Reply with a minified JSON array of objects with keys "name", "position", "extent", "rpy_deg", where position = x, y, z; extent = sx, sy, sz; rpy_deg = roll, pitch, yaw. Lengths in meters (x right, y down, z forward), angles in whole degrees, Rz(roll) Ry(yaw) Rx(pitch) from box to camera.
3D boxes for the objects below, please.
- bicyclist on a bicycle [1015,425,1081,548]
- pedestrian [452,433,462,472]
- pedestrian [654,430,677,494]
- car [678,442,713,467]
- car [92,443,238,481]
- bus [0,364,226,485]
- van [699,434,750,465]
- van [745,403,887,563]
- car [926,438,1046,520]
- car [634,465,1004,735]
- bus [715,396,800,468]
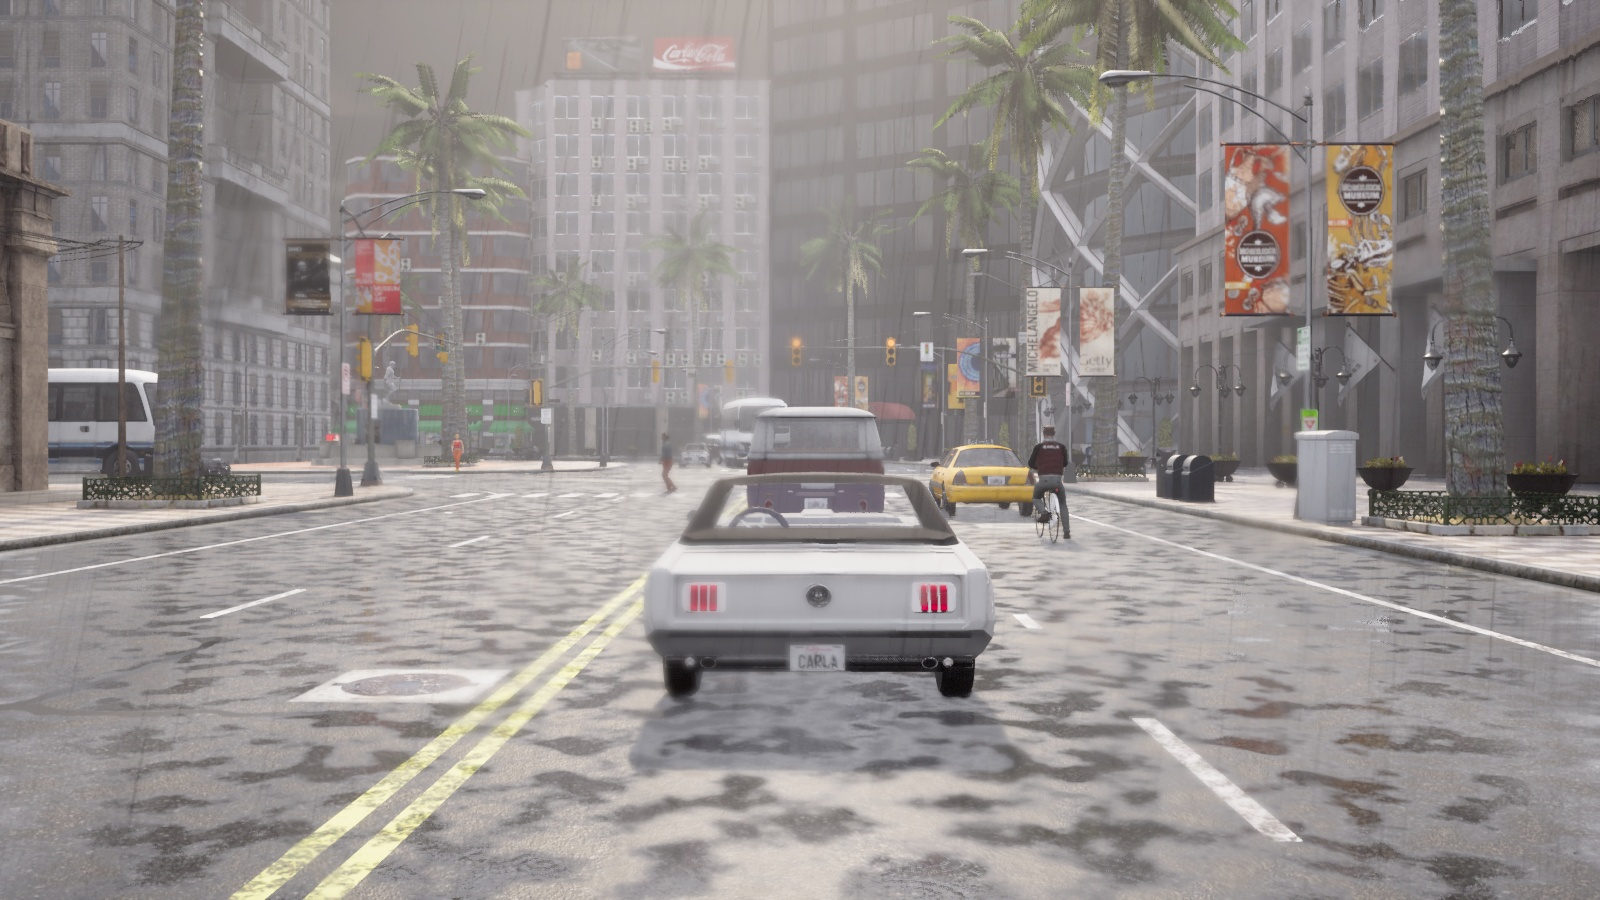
[{"name":"bicyclist on a bicycle","position":[3.738,0.512,19.057],"extent":[0.659,1.776,1.843],"rpy_deg":[0,1,1]},{"name":"pedestrian","position":[-16.379,0.104,60.007],"extent":[0.345,1.836,0.594],"rpy_deg":[0,0,0]},{"name":"pedestrian","position":[-3.906,0.342,36.447],"extent":[0.614,1.847,0.353],"rpy_deg":[0,0,0]},{"name":"car","position":[-6.275,0.279,75.854],"extent":[1.970,1.475,3.806],"rpy_deg":[0,0,-3]},{"name":"car","position":[-25.243,0.449,49.998],"extent":[4.892,1.490,1.837],"rpy_deg":[0,0,1]},{"name":"bus","position":[-27.285,-0.914,46.485],"extent":[10.273,4.253,3.944],"rpy_deg":[0,0,0]},{"name":"van","position":[-5.364,-0.043,88.476],"extent":[2.069,2.038,4.480],"rpy_deg":[0,2,-25]},{"name":"van","position":[0.224,0.399,17.841],"extent":[1.775,1.987,4.442],"rpy_deg":[0,0,1]},{"name":"car","position":[3.818,0.538,26.653],"extent":[1.801,1.575,5.366],"rpy_deg":[0,0,1]},{"name":"car","position":[0.125,0.797,8.803],"extent":[1.895,1.301,4.718],"rpy_deg":[0,0,1]},{"name":"bus","position":[-2.826,-1.077,78.842],"extent":[3.944,4.253,10.273],"rpy_deg":[0,0,-10]}]
